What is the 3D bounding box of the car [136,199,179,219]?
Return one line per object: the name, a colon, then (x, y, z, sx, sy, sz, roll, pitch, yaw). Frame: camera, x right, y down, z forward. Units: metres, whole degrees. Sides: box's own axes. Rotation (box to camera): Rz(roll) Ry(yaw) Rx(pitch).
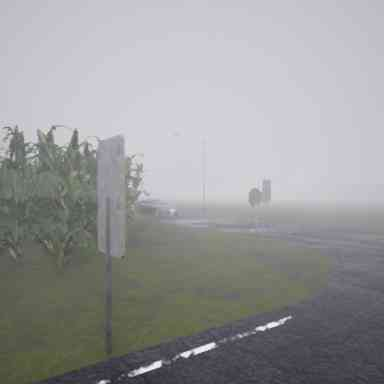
car: (-2.940, 1.333, 27.777, 2.128, 1.511, 4.902, 0, 0, -36)
